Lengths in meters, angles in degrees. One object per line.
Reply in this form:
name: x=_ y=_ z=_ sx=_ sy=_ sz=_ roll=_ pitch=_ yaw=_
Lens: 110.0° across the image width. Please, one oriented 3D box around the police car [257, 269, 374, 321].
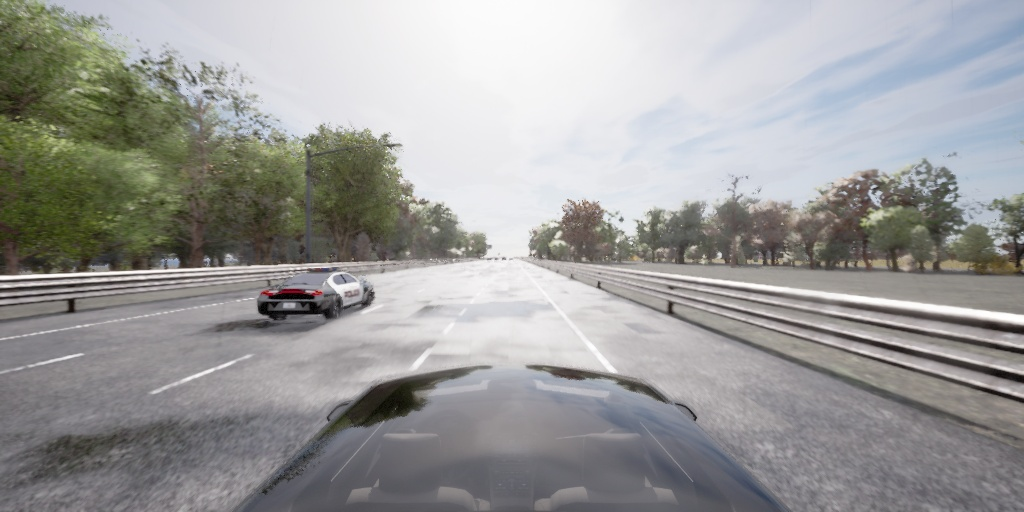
police car: x=-6.486 y=1.228 z=12.695 sx=2.038 sy=1.542 sz=4.974 roll=0 pitch=0 yaw=-3
